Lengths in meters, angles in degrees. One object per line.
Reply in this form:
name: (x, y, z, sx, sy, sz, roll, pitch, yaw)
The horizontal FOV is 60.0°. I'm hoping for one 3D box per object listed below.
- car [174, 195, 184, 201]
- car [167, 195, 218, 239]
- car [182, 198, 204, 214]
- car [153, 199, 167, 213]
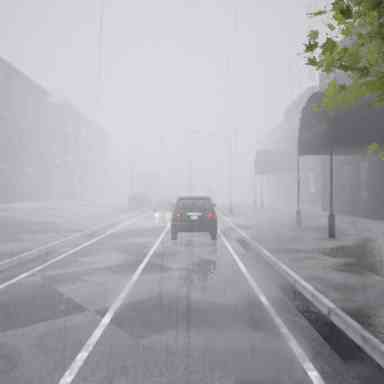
car: (-3.008, 1.372, 77.576, 1.994, 1.385, 4.181, 0, 0, 0)
car: (0.098, 1.188, 17.187, 2.150, 2.045, 5.566, 0, 0, 0)
car: (0.096, 1.429, 35.497, 2.128, 1.511, 4.902, 0, 0, 0)
car: (-3.095, 1.502, 36.368, 1.994, 1.385, 4.181, 0, 0, 0)
